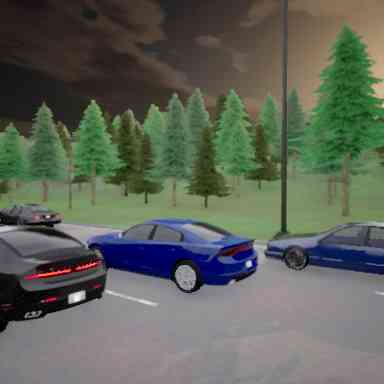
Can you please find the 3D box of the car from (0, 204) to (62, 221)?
[{"bbox_3d":[-9.900,1.389,19.593,5.357,1.411,2.033,0,0,35],"label":"car"}]

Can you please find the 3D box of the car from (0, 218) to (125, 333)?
[{"bbox_3d":[-3.777,1.444,6.637,4.892,1.490,1.837,-1,-1,36],"label":"car"}]

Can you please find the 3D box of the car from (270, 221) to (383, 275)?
[{"bbox_3d":[4.798,1.536,9.184,5.357,1.411,2.033,1,0,35],"label":"car"}]

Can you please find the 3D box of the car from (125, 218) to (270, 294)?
[{"bbox_3d":[-0.755,1.432,8.810,5.008,1.535,1.882,0,0,35],"label":"car"}]
